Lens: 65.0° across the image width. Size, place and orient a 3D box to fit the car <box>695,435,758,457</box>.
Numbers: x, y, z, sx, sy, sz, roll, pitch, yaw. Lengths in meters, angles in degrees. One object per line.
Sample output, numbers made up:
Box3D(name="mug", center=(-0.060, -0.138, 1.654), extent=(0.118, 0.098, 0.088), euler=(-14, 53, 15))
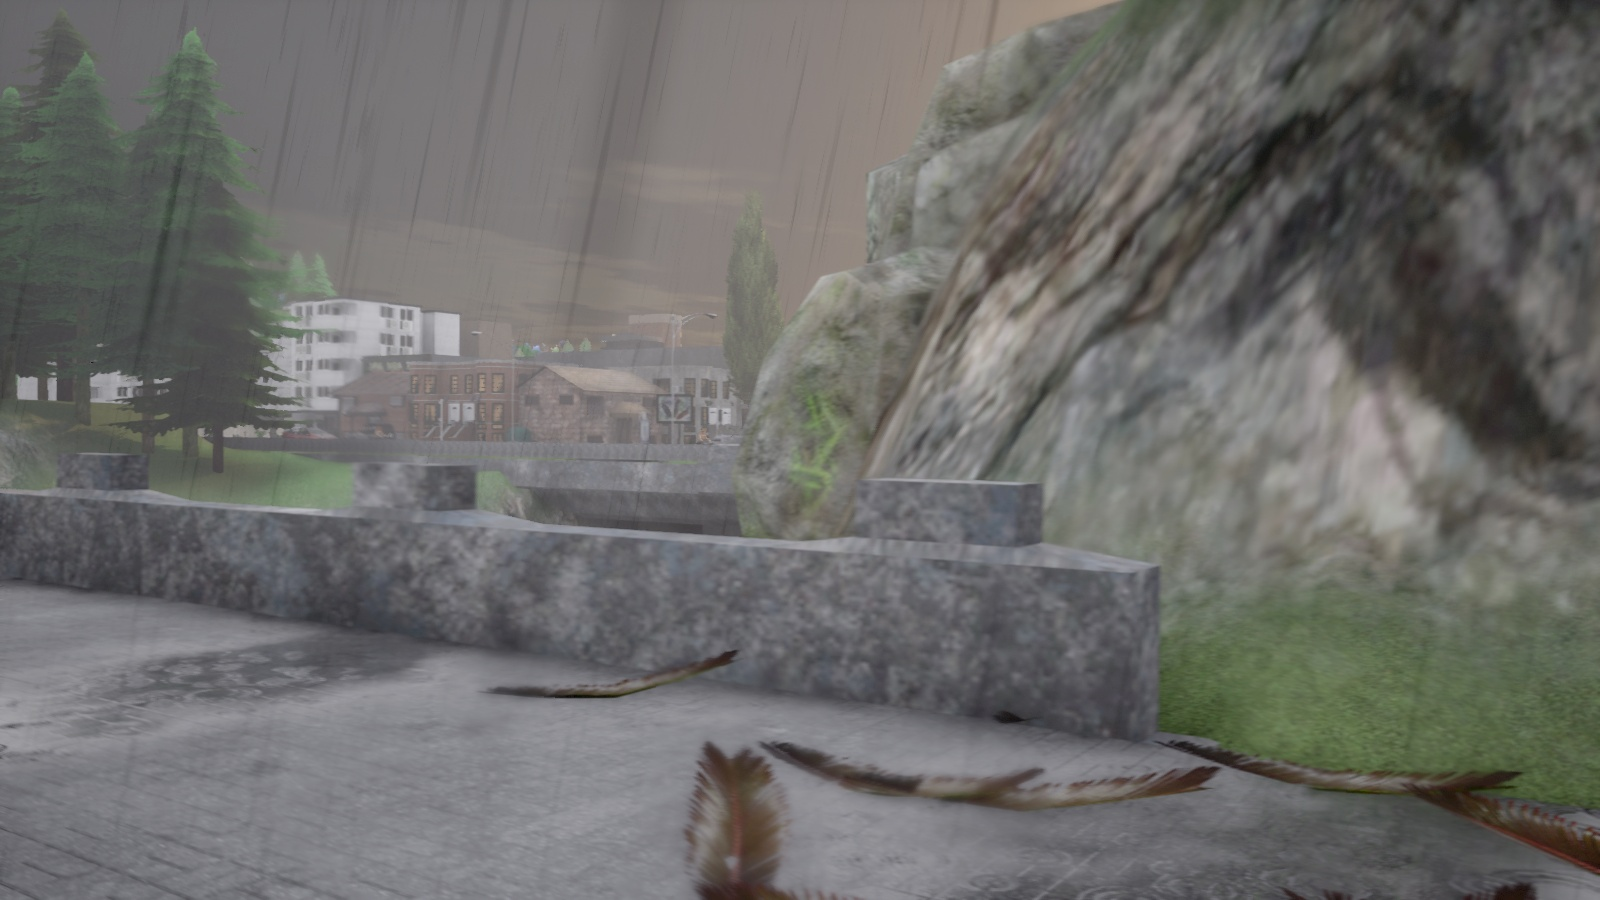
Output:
Box3D(name="car", center=(-4.771, -0.285, 82.357), extent=(1.994, 1.385, 4.181), euler=(0, 1, 34))

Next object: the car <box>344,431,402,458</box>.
Box3D(name="car", center=(-30.109, -0.408, 88.529), extent=(3.866, 1.878, 1.905), euler=(0, 1, 34))

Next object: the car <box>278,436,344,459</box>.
Box3D(name="car", center=(-33.480, -0.192, 85.972), extent=(4.514, 1.525, 2.007), euler=(0, 1, 34))
